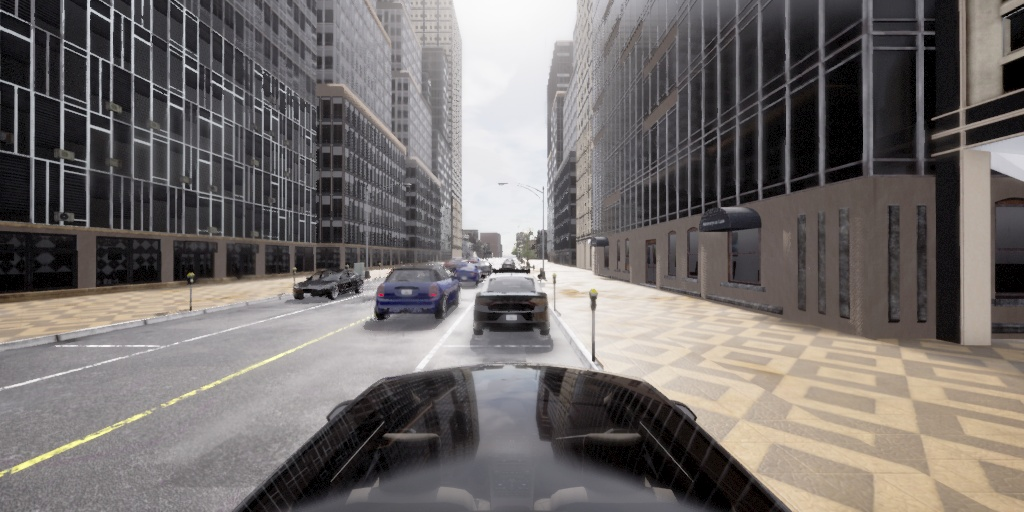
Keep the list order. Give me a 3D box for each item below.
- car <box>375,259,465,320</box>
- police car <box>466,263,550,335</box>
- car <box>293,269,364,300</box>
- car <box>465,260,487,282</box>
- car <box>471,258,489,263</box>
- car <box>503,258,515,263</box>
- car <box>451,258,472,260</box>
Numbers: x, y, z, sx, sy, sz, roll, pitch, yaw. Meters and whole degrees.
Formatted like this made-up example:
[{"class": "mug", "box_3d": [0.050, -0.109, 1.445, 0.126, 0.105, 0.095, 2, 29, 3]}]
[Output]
[{"class": "car", "box_3d": [-3.145, 1.102, 12.838, 2.097, 1.767, 4.553, 0, 0, 0]}, {"class": "police car", "box_3d": [-0.012, 1.174, 10.609, 1.930, 1.638, 5.238, 0, 0, 0]}, {"class": "car", "box_3d": [-8.836, 1.313, 17.650, 1.948, 1.339, 4.313, 0, 0, 0]}, {"class": "car", "box_3d": [-3.072, 1.270, 25.487, 1.812, 1.442, 4.674, 0, 0, 0]}, {"class": "car", "box_3d": [-3.080, 1.284, 39.030, 2.033, 1.411, 5.357, 0, 0, 0]}, {"class": "car", "box_3d": [-0.455, 1.298, 46.099, 1.948, 1.339, 4.313, 0, 0, 0]}, {"class": "car", "box_3d": [-6.213, 1.282, 43.137, 2.033, 1.411, 5.357, 0, 0, 0]}]
